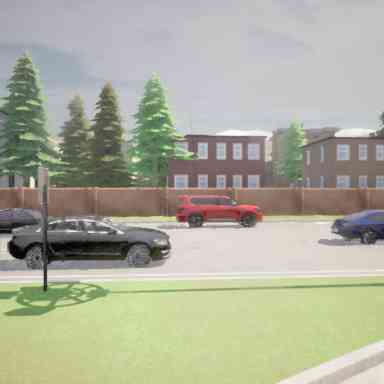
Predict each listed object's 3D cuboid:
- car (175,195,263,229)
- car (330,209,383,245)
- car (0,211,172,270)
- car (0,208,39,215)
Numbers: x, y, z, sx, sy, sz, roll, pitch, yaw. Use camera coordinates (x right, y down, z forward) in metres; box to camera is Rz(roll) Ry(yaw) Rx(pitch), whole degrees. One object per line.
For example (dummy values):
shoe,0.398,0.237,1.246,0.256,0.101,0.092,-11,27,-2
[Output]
car,1.679,1.219,21.410,5.566,2.045,2.150,0,0,-4
car,8.657,1.520,14.937,4.674,1.442,1.812,0,0,-5
car,-3.104,1.491,10.523,4.902,1.511,2.128,0,0,-4
car,-8.788,1.547,17.144,5.357,1.411,2.033,0,0,-4
